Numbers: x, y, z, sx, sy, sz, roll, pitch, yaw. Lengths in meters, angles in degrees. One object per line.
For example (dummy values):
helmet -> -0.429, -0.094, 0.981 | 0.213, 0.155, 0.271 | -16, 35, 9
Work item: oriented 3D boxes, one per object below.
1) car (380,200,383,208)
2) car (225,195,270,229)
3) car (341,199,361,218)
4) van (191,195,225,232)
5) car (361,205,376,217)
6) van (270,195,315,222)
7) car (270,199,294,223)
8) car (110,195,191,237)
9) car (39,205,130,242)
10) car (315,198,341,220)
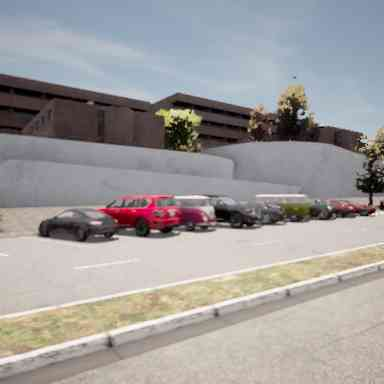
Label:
car -> 23.693, 1.334, 37.119 | 4.792, 1.488, 2.163 | -1, -1, 35
car -> 1.745, 1.192, 21.494 | 5.566, 2.045, 2.435 | -1, -1, 35
car -> 11.442, 1.422, 28.421 | 4.674, 1.452, 2.002 | -1, 0, 35
van -> -0.612, 1.231, 19.713 | 4.442, 1.987, 1.878 | -1, -1, 35
car -> 13.913, 1.396, 30.155 | 4.792, 1.488, 2.163 | -1, -1, 35
van -> 6.481, 1.189, 25.030 | 4.442, 1.987, 1.878 | -1, 0, 35
car -> 4.155, 1.429, 23.230 | 4.892, 1.521, 2.231 | -1, 0, 35
car -> -3.169, 1.223, 18.058 | 5.566, 2.045, 2.435 | -1, 0, 35
car -> -5.569, 1.523, 16.308 | 4.674, 1.452, 2.002 | -1, 0, 35
car -> 9.034, 1.271, 26.677 | 4.553, 1.767, 2.185 | -1, 0, 35
